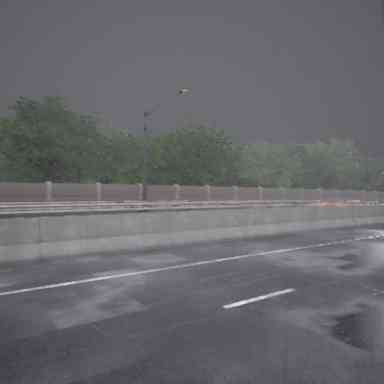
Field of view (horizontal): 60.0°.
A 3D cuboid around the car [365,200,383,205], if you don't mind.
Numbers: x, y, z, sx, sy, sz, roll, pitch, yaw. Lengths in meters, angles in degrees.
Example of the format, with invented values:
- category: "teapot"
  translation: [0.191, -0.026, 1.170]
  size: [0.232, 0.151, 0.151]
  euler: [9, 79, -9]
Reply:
- category: "car"
  translation: [21.461, 1.593, 36.388]
  size: [4.553, 1.767, 2.097]
  euler: [1, 0, -35]

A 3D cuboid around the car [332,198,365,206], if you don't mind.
- category: "car"
  translation: [19.015, 1.716, 38.947]
  size: [5.008, 1.535, 1.882]
  euler: [1, -1, -35]

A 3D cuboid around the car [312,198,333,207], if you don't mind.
- category: "car"
  translation: [17.105, 1.589, 41.883]
  size: [4.553, 1.767, 2.097]
  euler: [1, 0, -35]
